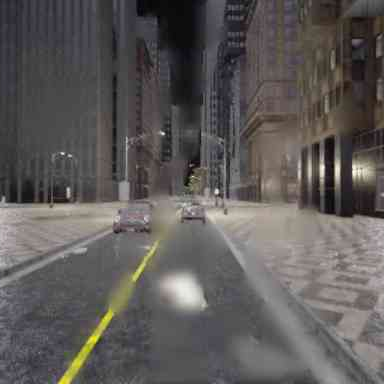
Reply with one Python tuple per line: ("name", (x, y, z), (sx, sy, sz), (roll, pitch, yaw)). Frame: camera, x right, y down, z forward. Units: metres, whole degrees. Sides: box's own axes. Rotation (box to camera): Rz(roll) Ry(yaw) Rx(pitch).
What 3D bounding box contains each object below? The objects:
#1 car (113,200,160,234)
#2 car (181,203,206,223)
("car", (-3.058, 1.358, 19.064), (2.097, 1.767, 4.553), (0, 0, 0))
("car", (0.093, 1.566, 25.460), (2.033, 1.411, 5.357), (0, 0, 0))
